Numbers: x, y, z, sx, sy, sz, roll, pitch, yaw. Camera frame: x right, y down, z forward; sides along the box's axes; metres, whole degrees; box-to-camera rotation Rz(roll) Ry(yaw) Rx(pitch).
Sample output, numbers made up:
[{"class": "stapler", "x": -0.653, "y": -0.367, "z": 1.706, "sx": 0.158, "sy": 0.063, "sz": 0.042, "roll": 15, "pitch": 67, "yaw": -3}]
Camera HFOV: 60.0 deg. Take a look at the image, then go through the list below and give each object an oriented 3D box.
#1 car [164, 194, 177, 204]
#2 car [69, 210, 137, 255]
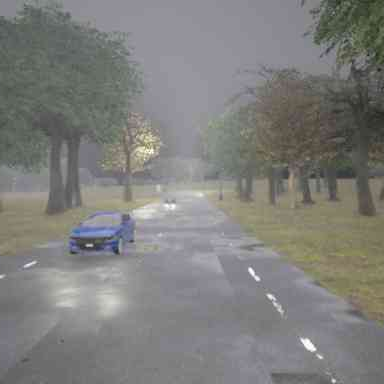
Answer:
[{"class": "car", "x": -3.548, "y": 1.176, "z": 55.378, "sx": 2.128, "sy": 1.511, "sz": 4.902, "roll": 0, "pitch": 1, "yaw": 0}, {"class": "car", "x": -3.594, "y": 1.590, "z": 14.142, "sx": 1.882, "sy": 1.535, "sz": 5.008, "roll": 0, "pitch": 0, "yaw": 0}]
